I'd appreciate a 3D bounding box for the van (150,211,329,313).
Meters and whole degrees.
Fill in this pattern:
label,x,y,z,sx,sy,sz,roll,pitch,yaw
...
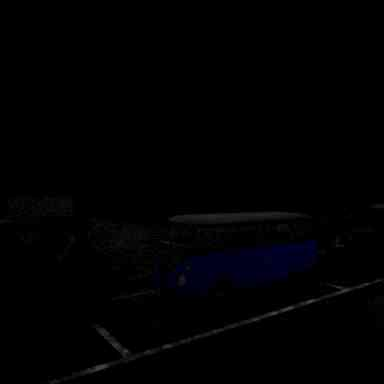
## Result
label,x,y,z,sx,sy,sz,roll,pitch,yaw
van,1.074,1.348,7.410,3.998,1.788,1.690,0,0,-35

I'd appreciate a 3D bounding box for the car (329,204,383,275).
label,x,y,z,sx,sy,sz,roll,pitch,yaw
car,5.642,1.330,10.667,5.009,1.841,2.192,0,0,-35

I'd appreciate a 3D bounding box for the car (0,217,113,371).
label,x,y,z,sx,sy,sz,roll,pitch,yaw
car,-3.493,1.314,4.154,5.009,1.841,2.192,0,0,-35
